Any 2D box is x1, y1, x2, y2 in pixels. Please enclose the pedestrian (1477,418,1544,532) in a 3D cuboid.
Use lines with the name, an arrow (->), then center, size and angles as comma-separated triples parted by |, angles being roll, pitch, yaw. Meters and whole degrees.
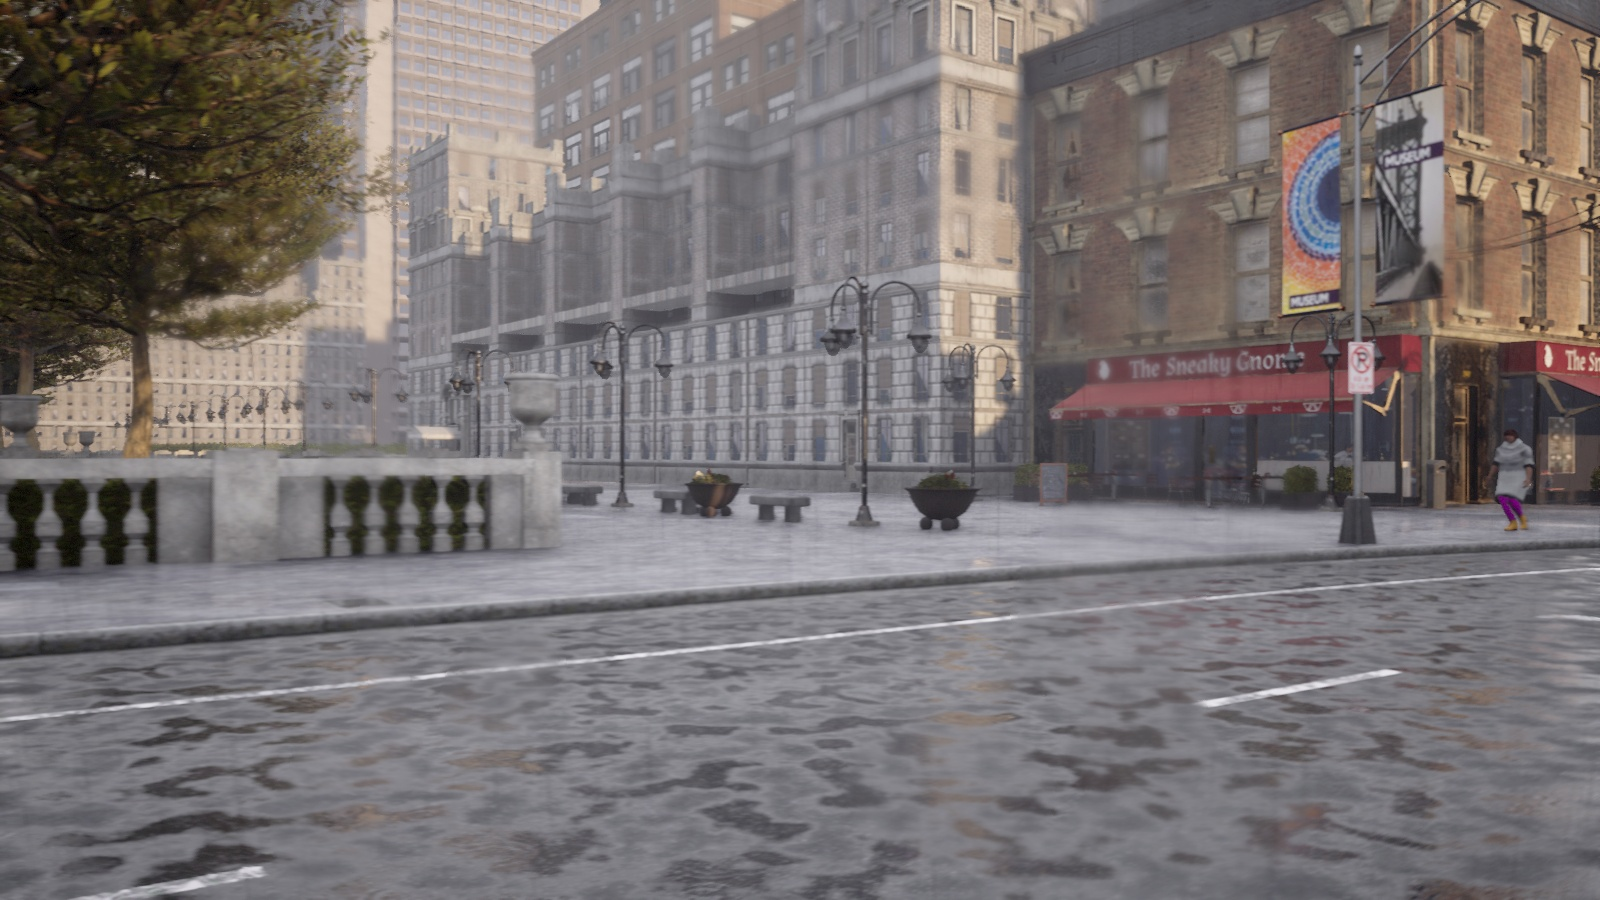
pedestrian -> 12.411, 0.429, 21.938 | 0.873, 1.952, 0.659 | 0, 0, -28
